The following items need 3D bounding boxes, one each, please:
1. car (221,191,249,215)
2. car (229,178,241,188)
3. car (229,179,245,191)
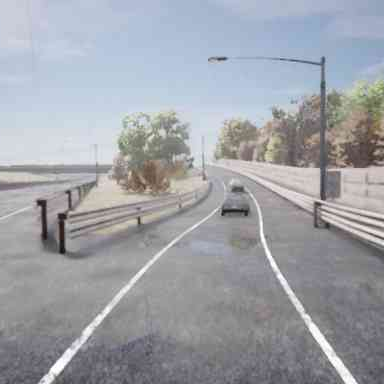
[{"bbox_3d":[3.323,0.914,25.262,1.994,1.385,4.181,0,2,10],"label":"car"},{"bbox_3d":[7.576,-1.577,59.101,1.812,1.442,4.674,-1,6,3],"label":"car"},{"bbox_3d":[6.698,-0.678,49.064,1.882,1.535,5.008,0,5,5],"label":"car"}]
